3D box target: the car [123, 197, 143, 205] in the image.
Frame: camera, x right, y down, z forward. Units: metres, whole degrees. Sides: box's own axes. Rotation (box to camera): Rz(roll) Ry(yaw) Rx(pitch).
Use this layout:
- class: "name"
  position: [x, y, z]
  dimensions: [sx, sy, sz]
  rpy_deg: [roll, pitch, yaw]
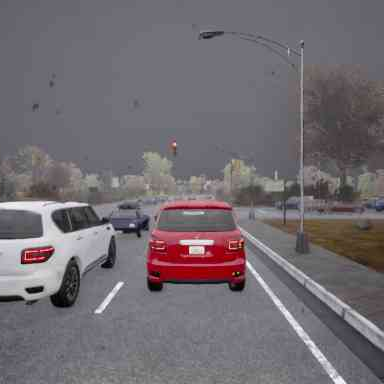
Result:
- class: "car"
  position: [-7.131, 1.612, 37.839]
  dimensions: [1.895, 1.301, 4.718]
  rpy_deg: [0, 0, 0]

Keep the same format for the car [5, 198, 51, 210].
- class: "car"
  position: [-21.081, 1.504, 42.810]
  dimensions: [4.902, 1.511, 2.128]
  rpy_deg: [0, 0, 3]

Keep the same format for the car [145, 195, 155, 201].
- class: "car"
  position: [-10.567, 1.577, 84.284]
  dimensions: [1.994, 1.385, 4.181]
  rpy_deg: [0, 0, 0]

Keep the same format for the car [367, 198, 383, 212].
- class: "car"
  position: [23.082, 1.223, 37.006]
  dimensions: [5.566, 2.045, 2.150]
  rpy_deg: [0, 0, 3]

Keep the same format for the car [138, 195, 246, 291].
- class: "car"
  position: [0.090, 1.224, 9.149]
  dimensions: [2.150, 2.045, 5.566]
  rpy_deg: [0, 0, 0]

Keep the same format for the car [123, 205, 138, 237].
- class: "car"
  position: [-3.414, 1.606, 17.855]
  dimensions: [1.895, 1.301, 4.718]
  rpy_deg: [0, 0, 0]

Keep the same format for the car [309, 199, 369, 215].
- class: "car"
  position: [14.843, 1.611, 33.715]
  dimensions: [4.718, 1.301, 1.895]
  rpy_deg: [0, 0, 3]

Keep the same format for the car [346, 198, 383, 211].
- class: "car"
  position: [21.729, 1.511, 40.585]
  dimensions: [4.892, 1.490, 1.837]
  rpy_deg: [0, 0, 3]

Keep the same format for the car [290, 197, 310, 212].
- class: "car"
  position: [13.747, 1.575, 37.508]
  dimensions: [4.181, 1.385, 1.994]
  rpy_deg: [0, 0, 3]

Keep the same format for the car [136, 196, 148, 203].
- class: "car"
  position: [-10.557, 1.574, 70.309]
  dimensions: [1.994, 1.385, 4.181]
  rpy_deg: [0, 0, 0]

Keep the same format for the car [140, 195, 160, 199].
- class: "car"
  position: [-7.130, 1.369, 56.840]
  dimensions: [2.097, 1.767, 4.553]
  rpy_deg: [0, 0, 0]

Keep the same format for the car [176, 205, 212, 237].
- class: "car"
  position: [0.085, 1.531, 18.842]
  dimensions: [1.812, 1.442, 4.674]
  rpy_deg: [0, 0, 0]

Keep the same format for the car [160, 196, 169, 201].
- class: "car"
  position: [-7.067, 1.621, 84.503]
  dimensions: [1.895, 1.301, 4.718]
  rpy_deg: [0, 0, 0]

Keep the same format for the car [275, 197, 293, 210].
- class: "car"
  position: [12.598, 1.364, 41.077]
  dimensions: [4.553, 1.767, 2.097]
  rpy_deg: [0, 0, 3]

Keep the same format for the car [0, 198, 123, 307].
- class: "car"
  position: [-3.406, 1.224, 8.087]
  dimensions: [2.150, 2.045, 5.566]
  rpy_deg: [0, 0, 0]
